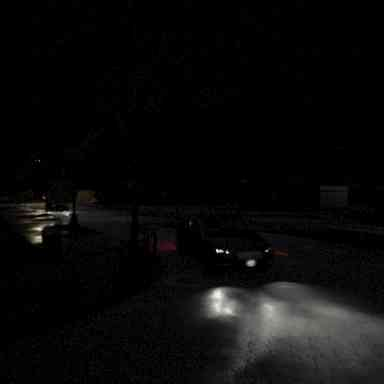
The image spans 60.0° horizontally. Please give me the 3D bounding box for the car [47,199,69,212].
[{"bbox_3d":[-15.857,1.505,39.009,1.812,1.442,4.674,0,0,-32],"label":"car"}]

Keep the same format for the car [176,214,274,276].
[{"bbox_3d":[0.791,1.485,10.532,2.128,1.511,4.902,1,0,-16],"label":"car"}]
